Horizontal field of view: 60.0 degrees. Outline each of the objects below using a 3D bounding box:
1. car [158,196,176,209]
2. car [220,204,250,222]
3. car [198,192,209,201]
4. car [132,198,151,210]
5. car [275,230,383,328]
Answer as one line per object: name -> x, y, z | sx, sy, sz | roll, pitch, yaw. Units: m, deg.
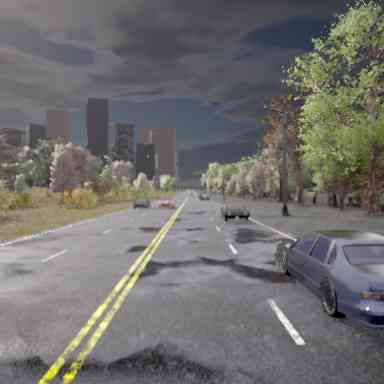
car -> -3.330, 1.352, 44.553 | 2.097, 1.767, 4.553 | 0, 0, 0
car -> 3.349, 1.612, 26.813 | 1.895, 1.301, 4.718 | 0, 0, 0
car -> 3.253, 1.454, 82.822 | 2.163, 1.488, 4.792 | 0, 0, 0
car -> -6.581, 1.549, 44.292 | 2.033, 1.411, 5.357 | 0, 0, 0
car -> 3.351, 1.559, 7.352 | 2.033, 1.411, 5.357 | 0, 0, 0
